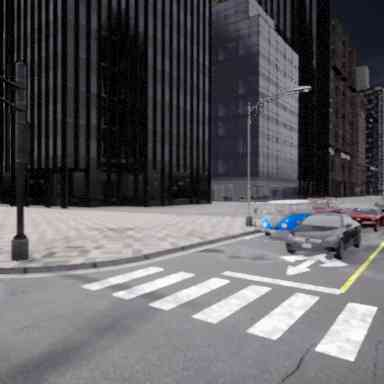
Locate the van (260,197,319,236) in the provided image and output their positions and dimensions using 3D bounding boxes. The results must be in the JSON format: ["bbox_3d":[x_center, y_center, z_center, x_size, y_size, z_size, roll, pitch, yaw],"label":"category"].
[{"bbox_3d":[4.925,1.305,17.019,1.690,1.788,3.998,0,0,35],"label":"van"}]

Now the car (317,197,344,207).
[{"bbox_3d":[8.220,1.275,21.642,2.192,1.841,5.009,0,0,35],"label":"car"}]

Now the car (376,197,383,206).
[{"bbox_3d":[31.281,1.503,54.009,2.008,1.369,4.403,0,0,35],"label":"car"}]

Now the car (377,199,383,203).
[{"bbox_3d":[16.292,1.567,28.375,1.895,1.301,4.718,0,0,36],"label":"car"}]

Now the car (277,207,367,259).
[{"bbox_3d":[5.163,1.504,12.762,1.812,1.442,4.674,0,0,37],"label":"car"}]

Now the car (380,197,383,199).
[{"bbox_3d":[22.366,1.186,36.818,2.150,2.045,5.566,0,0,36],"label":"car"}]

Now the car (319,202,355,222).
[{"bbox_3d":[11.514,1.538,26.267,1.802,1.307,4.206,0,0,35],"label":"car"}]

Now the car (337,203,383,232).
[{"bbox_3d":[10.508,1.572,20.270,1.895,1.301,4.718,0,0,35],"label":"car"}]
